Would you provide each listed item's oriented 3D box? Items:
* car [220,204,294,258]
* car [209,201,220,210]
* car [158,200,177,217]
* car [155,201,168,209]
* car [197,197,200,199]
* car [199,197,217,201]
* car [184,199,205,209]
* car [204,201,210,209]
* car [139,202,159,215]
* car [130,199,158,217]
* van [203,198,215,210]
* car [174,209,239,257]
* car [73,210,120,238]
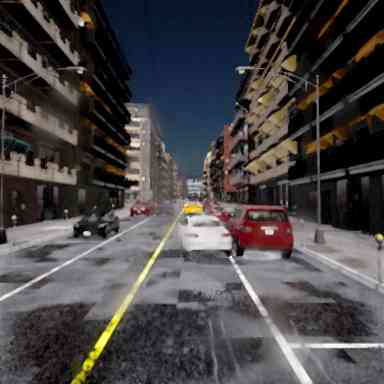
[{"bbox_3d":[2.563,1.439,13.391,2.192,1.841,5.009,1,-1,0],"label":"car"},{"bbox_3d":[2.567,1.674,24.452,1.967,1.590,4.097,1,-1,0],"label":"car"},{"bbox_3d":[-2.819,1.908,36.483,2.033,1.411,5.357,0,-1,0],"label":"car"},{"bbox_3d":[-5.260,2.190,57.697,1.802,1.307,4.206,1,-1,0],"label":"car"},{"bbox_3d":[0.137,1.920,54.361,2.097,1.767,4.553,0,-1,0],"label":"car"},{"bbox_3d":[2.584,1.790,46.578,2.192,1.841,5.009,1,-1,0],"label":"car"},{"bbox_3d":[0.125,1.855,37.953,1.882,1.535,5.008,0,-1,0],"label":"car"},{"bbox_3d":[2.572,1.932,35.513,1.802,1.307,4.206,1,-1,0],"label":"car"},{"bbox_3d":[-5.271,1.957,41.105,1.887,1.381,4.507,1,-1,0],"label":"car"},{"bbox_3d":[-5.269,1.666,35.576,2.192,1.841,5.009,1,-1,0],"label":"car"},{"bbox_3d":[2.587,1.882,52.109,1.690,1.788,3.998,1,-1,0],"label":"van"},{"bbox_3d":[0.403,1.651,13.518,1.812,1.442,4.674,0,-1,-5],"label":"car"},{"bbox_3d":[-5.286,1.744,18.985,1.947,1.339,4.313,1,-1,0],"label":"car"}]
